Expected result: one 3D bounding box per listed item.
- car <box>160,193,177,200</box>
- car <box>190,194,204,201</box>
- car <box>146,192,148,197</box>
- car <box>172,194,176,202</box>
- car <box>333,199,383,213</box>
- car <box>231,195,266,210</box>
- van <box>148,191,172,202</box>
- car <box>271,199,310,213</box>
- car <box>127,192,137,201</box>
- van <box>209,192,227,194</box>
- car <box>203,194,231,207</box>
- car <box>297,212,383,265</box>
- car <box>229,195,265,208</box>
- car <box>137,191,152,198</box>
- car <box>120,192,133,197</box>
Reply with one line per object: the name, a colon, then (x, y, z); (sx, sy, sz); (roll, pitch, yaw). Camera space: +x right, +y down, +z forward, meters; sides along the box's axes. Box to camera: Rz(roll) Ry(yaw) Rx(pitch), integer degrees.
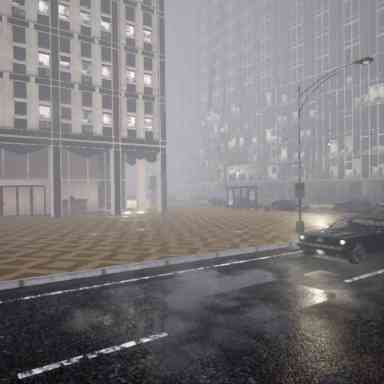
car: (-5.211, 0.936, 72.511); (1.802, 1.307, 4.206); (0, 1, -34)
car: (1.222, 1.043, 63.138); (1.802, 1.307, 4.206); (0, 1, -34)
car: (-8.427, 0.615, 77.193); (2.192, 1.841, 5.009); (0, 1, -34)
car: (-4.827, 1.131, 61.874); (1.895, 1.301, 4.718); (-1, 1, -34)
car: (16.094, 1.417, 31.334); (2.033, 1.411, 5.357); (-1, 1, -36)
car: (7.084, 1.388, 39.592); (1.802, 1.307, 4.206); (0, 1, -34)
van: (-5.688, 0.937, 58.395); (1.690, 1.788, 3.998); (0, 1, -34)
car: (10.286, 1.424, 34.894); (1.947, 1.339, 4.313); (0, 1, -34)
car: (-12.121, 1.040, 67.769); (2.008, 1.369, 4.403); (0, 1, -34)
van: (4.437, 0.855, 58.449); (1.690, 1.788, 3.998); (0, 1, -34)
car: (3.916, 1.320, 44.311); (1.947, 1.339, 4.313); (0, 1, -34)
car: (5.881, 1.595, 11.844); (4.718, 1.301, 1.895); (0, 0, -35)
car: (7.263, 1.231, 44.095); (1.837, 1.490, 4.892); (-1, 2, -35)
car: (-11.644, 0.686, 81.880); (1.967, 1.590, 4.097); (0, 1, -34)
car: (-18.076, 0.689, 91.254); (2.008, 1.369, 4.403); (0, 1, -34)
